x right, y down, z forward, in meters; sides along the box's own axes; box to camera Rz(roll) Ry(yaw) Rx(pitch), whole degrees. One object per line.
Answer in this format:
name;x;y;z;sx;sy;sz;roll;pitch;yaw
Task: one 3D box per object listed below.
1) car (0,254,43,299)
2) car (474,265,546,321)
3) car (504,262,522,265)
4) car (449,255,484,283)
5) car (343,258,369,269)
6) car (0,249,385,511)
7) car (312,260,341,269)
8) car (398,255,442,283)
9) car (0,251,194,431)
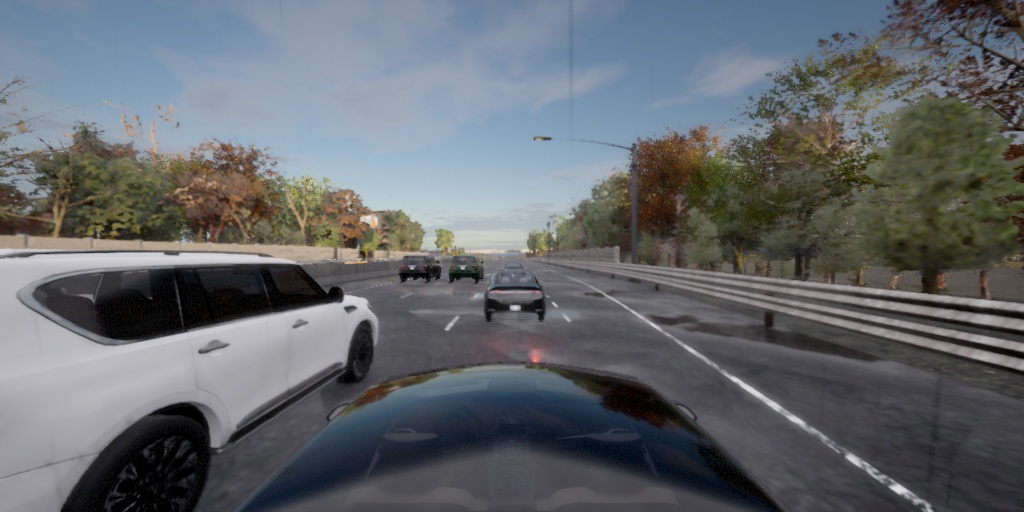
car;-24.605;0.948;15.210;2.150;2.045;5.566;0;0;0
car;0.096;1.223;12.364;2.128;1.511;4.902;0;0;0
car;0.090;1.204;28.429;2.128;1.511;4.902;0;0;0
car;-3.411;0.934;27.491;2.150;2.045;5.566;0;0;0
car;-24.562;1.173;56.582;1.882;1.535;5.008;0;0;1
car;-3.403;0.968;3.899;2.150;2.045;5.566;0;0;0
car;-28.061;1.297;54.287;1.895;1.301;4.718;0;0;1
car;-6.911;0.934;27.501;2.150;2.045;5.566;0;0;0
car;-6.906;0.968;3.787;2.150;2.045;5.566;0;0;0
